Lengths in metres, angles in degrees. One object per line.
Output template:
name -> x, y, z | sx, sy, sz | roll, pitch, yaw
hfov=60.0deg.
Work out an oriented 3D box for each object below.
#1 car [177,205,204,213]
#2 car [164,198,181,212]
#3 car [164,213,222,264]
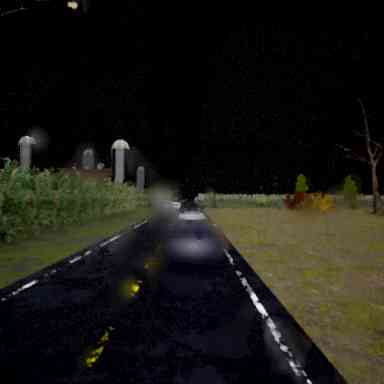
car -> 0.035, 1.946, 26.734 | 1.895, 1.301, 4.718 | 0, -1, 0
car -> -2.791, 1.859, 48.350 | 2.150, 2.045, 5.566 | 0, -1, 1
car -> 0.044, 1.725, 12.546 | 1.994, 1.385, 4.181 | 0, -1, 0
